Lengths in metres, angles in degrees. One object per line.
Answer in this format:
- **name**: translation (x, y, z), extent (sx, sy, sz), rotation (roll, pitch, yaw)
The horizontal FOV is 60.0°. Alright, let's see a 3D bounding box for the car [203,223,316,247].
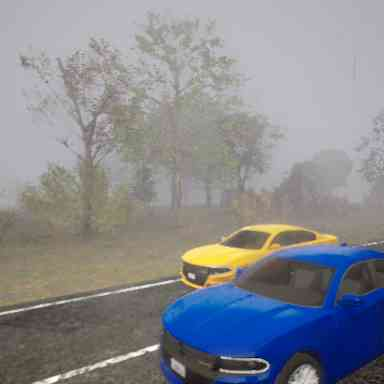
- **car**: translation (2.023, 1.659, 9.139), extent (5.008, 1.535, 1.882), rotation (0, -1, -35)

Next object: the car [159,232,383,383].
- **car**: translation (1.880, 1.611, 5.045), extent (5.008, 1.535, 1.882), rotation (0, -1, -36)
